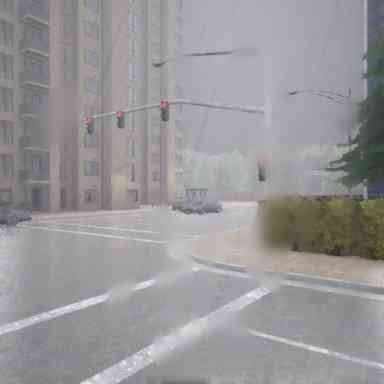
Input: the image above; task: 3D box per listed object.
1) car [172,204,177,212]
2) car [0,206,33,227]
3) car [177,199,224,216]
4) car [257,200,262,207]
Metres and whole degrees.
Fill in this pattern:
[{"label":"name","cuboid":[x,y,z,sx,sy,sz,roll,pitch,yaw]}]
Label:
[{"label":"car","cuboid":[-0.012,1.547,37.744,2.033,1.411,5.357,0,0,36]},{"label":"car","cuboid":[-13.216,1.547,21.267,5.357,1.411,2.033,0,0,-41]},{"label":"car","cuboid":[1.161,1.547,33.417,2.033,1.411,5.357,0,0,36]},{"label":"car","cuboid":[10.852,1.401,46.561,1.895,1.301,4.718,0,0,36]}]
